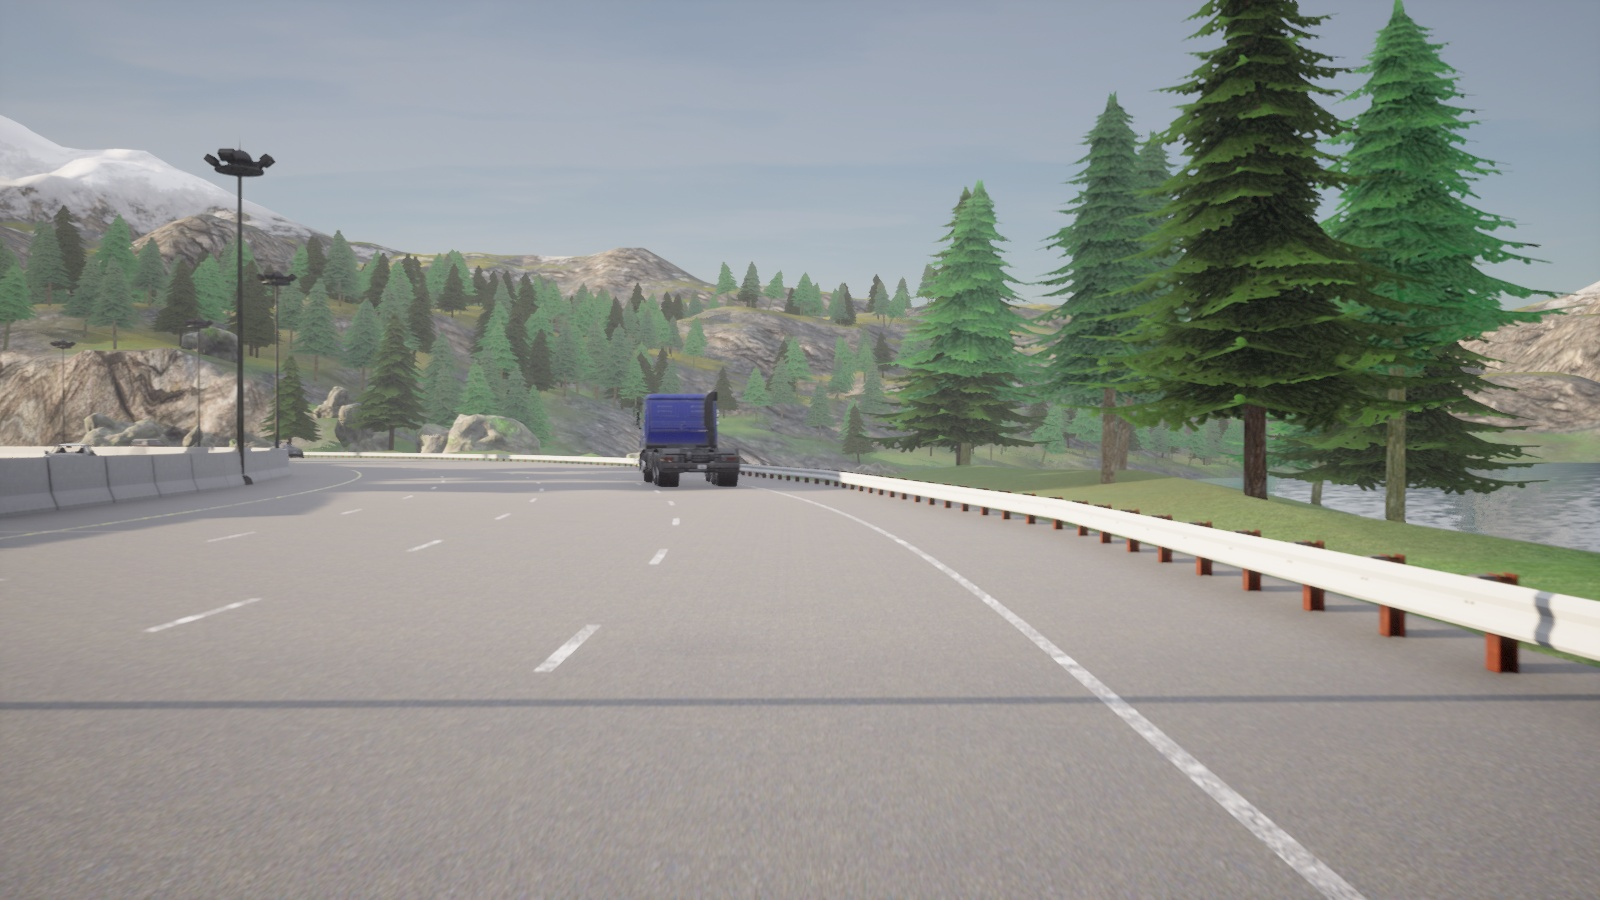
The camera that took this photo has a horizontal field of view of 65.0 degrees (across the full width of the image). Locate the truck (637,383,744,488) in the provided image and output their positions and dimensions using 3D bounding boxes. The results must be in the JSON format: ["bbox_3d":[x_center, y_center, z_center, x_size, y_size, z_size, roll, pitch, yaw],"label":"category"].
[{"bbox_3d":[-4.132,-0.497,45.747,2.891,3.462,7.936,0,0,-12],"label":"truck"}]

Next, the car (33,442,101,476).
[{"bbox_3d":[-32.685,0.369,56.114,1.970,1.475,3.806,0,0,-20],"label":"car"}]
